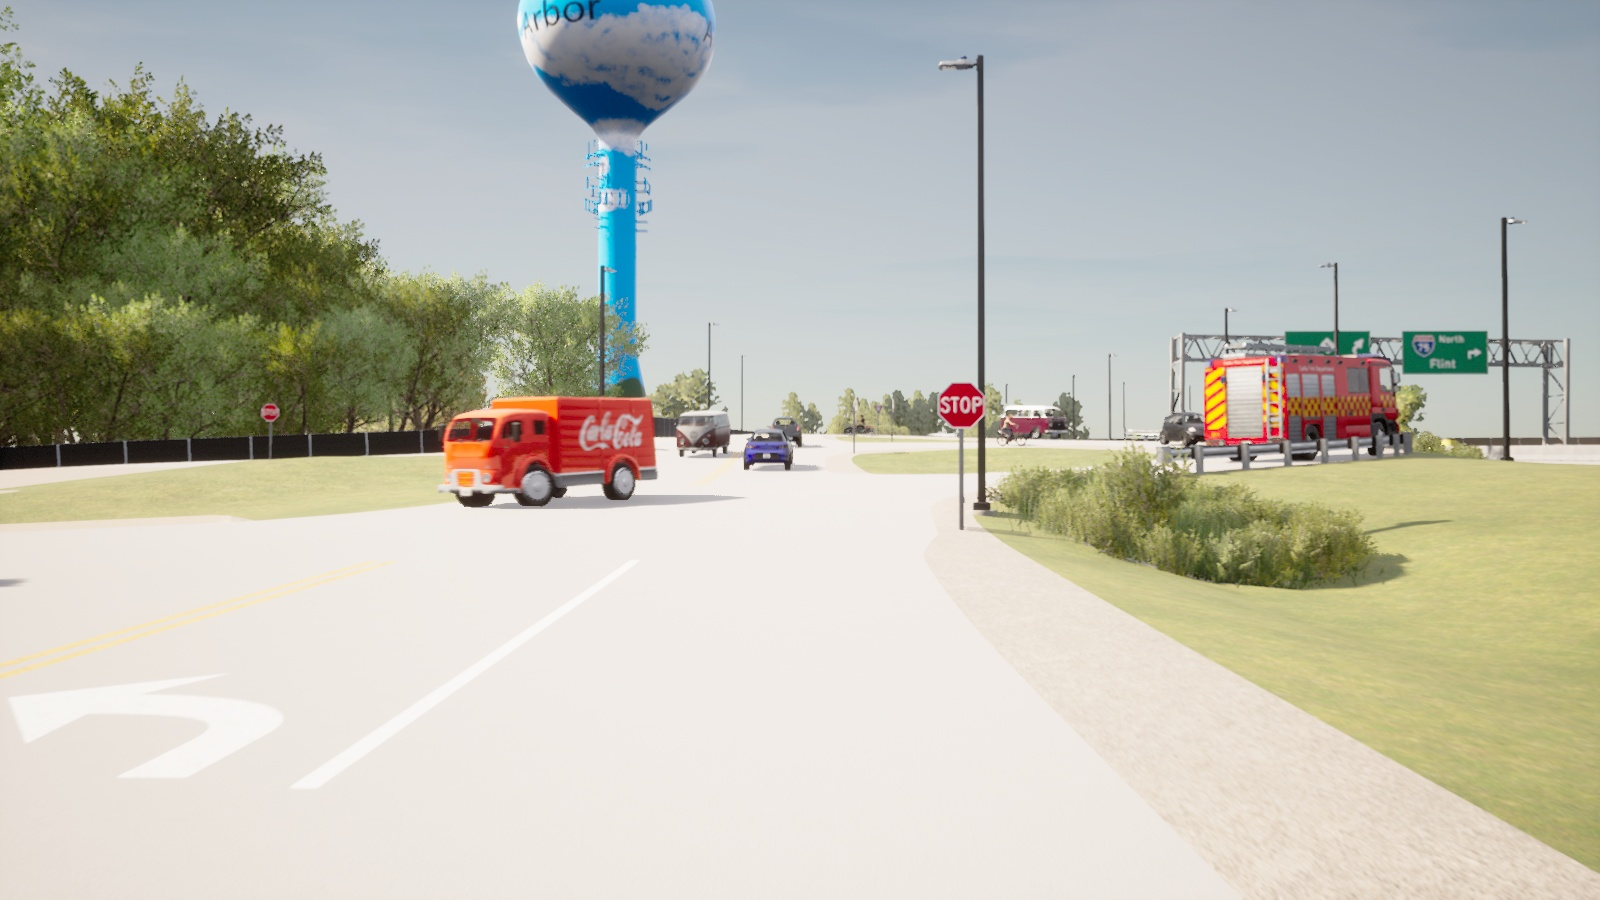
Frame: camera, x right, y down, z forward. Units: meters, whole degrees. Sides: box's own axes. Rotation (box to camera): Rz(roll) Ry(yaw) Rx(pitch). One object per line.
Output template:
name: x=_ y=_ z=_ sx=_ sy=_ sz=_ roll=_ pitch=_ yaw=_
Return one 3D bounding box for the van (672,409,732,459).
van: x=-4.263 y=-0.756 z=55.293 sx=1.775 sy=1.987 sz=4.442 roll=0 pitch=3 yaw=7

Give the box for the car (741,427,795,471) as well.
car: x=-1.151 y=-0.089 z=47.053 sx=1.816 sy=1.474 sz=4.193 roll=0 pitch=2 yaw=1

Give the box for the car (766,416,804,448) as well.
car: x=-0.779 y=-0.949 z=64.220 sx=1.845 sy=1.501 sz=3.633 roll=0 pitch=3 yaw=-2

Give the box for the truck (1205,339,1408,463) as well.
truck: x=17.326 y=-1.621 z=42.590 sx=8.468 sy=3.827 sz=2.891 roll=-2 pitch=1 yaw=-42

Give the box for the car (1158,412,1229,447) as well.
car: x=18.823 y=-1.032 z=60.302 sx=1.851 sy=1.617 sz=3.988 roll=0 pitch=2 yaw=-5

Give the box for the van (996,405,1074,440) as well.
van: x=13.998 y=-1.642 z=75.111 sx=2.069 sy=2.038 sz=4.480 roll=0 pitch=1 yaw=-32

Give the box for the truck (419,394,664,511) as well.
truck: x=-5.886 y=-0.010 z=29.254 sx=2.627 sy=2.467 sz=5.204 roll=-1 pitch=1 yaw=33

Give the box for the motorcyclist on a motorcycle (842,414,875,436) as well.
motorcyclist on a motorcycle: x=4.357 y=-1.867 z=93.795 sx=2.350 sy=1.649 sz=0.766 roll=1 pitch=3 yaw=27
